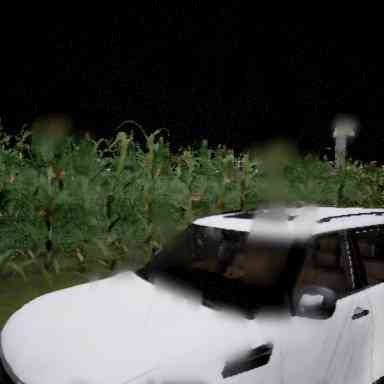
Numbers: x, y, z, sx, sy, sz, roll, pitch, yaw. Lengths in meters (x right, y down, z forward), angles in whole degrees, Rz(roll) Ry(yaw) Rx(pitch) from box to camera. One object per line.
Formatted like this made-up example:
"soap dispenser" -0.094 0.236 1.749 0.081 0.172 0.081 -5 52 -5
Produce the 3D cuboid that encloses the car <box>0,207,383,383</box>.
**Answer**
"car" 0.898 1.236 3.710 5.566 2.045 2.150 0 0 -35
